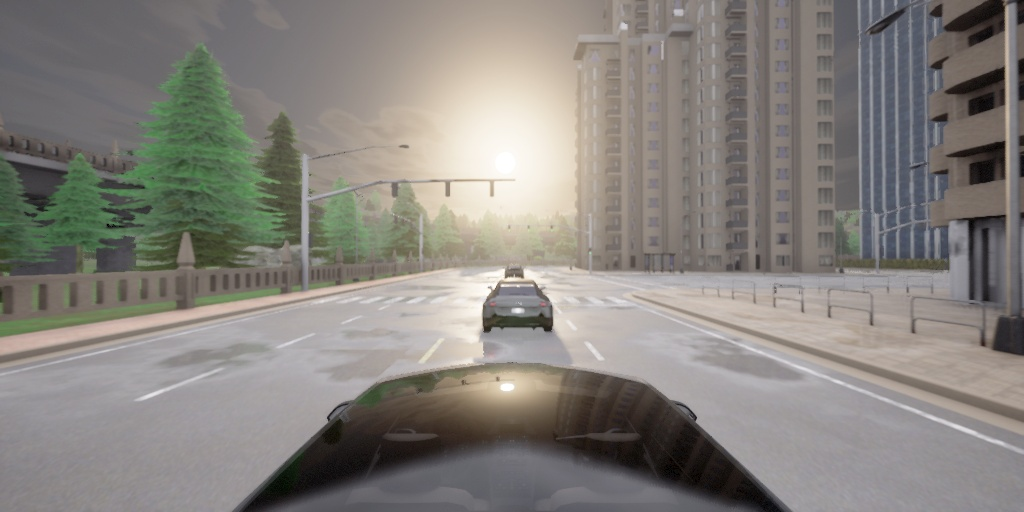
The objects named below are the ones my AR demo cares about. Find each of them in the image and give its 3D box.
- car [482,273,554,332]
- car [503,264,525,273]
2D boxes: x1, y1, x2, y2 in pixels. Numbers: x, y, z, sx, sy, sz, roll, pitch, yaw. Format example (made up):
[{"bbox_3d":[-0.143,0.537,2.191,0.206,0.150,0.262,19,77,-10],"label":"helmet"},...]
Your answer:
[{"bbox_3d":[0.153,1.390,11.200,1.994,1.385,4.181,0,0,0],"label":"car"},{"bbox_3d":[0.219,1.549,35.228,1.837,1.490,4.892,0,0,0],"label":"car"}]
